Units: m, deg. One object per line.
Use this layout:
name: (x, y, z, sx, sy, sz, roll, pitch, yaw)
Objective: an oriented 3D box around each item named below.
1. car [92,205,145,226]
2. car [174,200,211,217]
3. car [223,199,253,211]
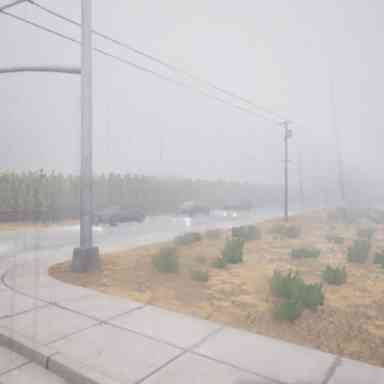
car: (-5.227, 1.587, 23.557, 1.994, 1.385, 4.181, 0, 0, 33)
car: (0.124, 1.548, 31.887, 1.812, 1.442, 4.674, 0, 0, 32)
car: (5.742, 1.569, 40.675, 2.033, 1.411, 5.357, 0, 0, 33)
